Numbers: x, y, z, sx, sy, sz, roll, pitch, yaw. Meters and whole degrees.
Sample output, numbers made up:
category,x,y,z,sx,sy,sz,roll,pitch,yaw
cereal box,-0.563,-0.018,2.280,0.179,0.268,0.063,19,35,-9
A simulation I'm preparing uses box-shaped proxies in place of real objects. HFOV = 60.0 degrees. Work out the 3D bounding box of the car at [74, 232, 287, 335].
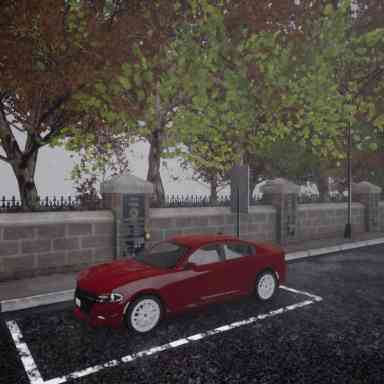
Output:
category,x,y,z,sx,sy,sz,roll,pitch,yaw
car,-0.018,1.545,6.702,4.507,1.381,1.887,0,0,-35

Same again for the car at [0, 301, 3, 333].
category,x,y,z,sx,sy,sz,roll,pitch,yaw
car,-4.500,1.551,3.446,4.403,1.369,2.008,0,0,-35
